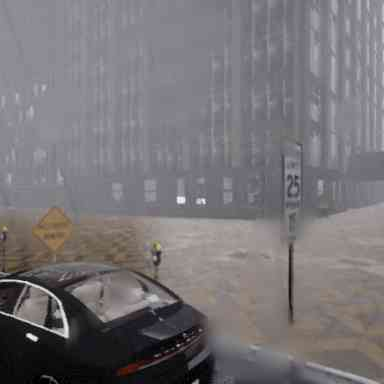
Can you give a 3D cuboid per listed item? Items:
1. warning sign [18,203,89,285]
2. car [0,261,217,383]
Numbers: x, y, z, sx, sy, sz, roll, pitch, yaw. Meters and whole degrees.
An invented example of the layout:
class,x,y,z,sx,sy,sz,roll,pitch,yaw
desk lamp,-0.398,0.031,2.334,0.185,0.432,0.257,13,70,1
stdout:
class,x,y,z,sx,sy,sz,roll,pitch,yaw
warning sign,-3.556,1.241,8.571,1.060,1.860,1.300,0,-1,37
car,-1.764,1.615,4.371,4.403,1.369,2.008,-1,0,37
